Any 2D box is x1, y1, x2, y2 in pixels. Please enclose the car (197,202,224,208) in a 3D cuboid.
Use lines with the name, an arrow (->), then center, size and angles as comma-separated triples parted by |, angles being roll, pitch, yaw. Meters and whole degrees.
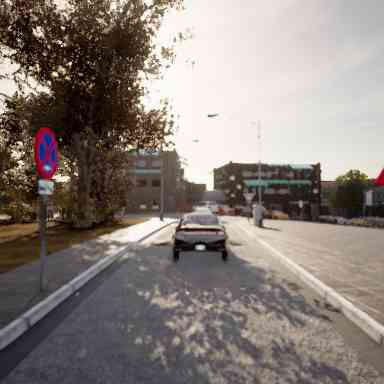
car -> 2.074, 2.567, 53.440 | 2.435, 2.045, 5.566 | 1, -3, -30

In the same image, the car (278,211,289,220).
car -> 13.762, 3.813, 55.765 | 1.946, 1.575, 5.366 | 7, -4, -30

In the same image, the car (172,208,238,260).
car -> 0.321, 1.522, 12.534 | 2.128, 1.511, 4.902 | 0, -1, 2

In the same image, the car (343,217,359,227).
car -> 25.707, 5.007, 57.636 | 2.002, 1.452, 4.674 | 7, -4, -29

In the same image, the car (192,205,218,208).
car -> 0.830, 1.955, 26.063 | 1.812, 1.442, 4.674 | 0, -2, 2

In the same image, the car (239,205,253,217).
car -> 7.929, 3.109, 54.518 | 2.185, 1.767, 4.553 | 6, -4, -30

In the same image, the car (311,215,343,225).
car -> 22.735, 4.718, 57.128 | 2.002, 1.452, 4.674 | 7, -4, -29

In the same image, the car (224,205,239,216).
car -> 4.955, 2.859, 54.024 | 2.185, 1.767, 4.553 | 4, -4, -31

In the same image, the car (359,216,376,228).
car -> 28.590, 5.253, 58.286 | 1.946, 1.575, 5.366 | 7, -4, -29

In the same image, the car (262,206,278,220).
car -> 10.927, 3.276, 55.071 | 2.435, 2.045, 5.566 | 7, -4, -30

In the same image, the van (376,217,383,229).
van -> 31.733, 5.317, 58.527 | 1.878, 1.987, 4.442 | 7, -4, -29
